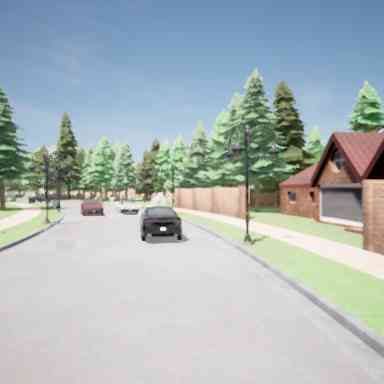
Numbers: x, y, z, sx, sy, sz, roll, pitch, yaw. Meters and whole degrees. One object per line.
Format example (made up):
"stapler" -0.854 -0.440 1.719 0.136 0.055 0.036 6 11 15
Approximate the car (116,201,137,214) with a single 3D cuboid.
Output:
"car" -6.918 1.553 35.363 1.895 1.301 4.718 0 0 -21

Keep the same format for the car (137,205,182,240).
"car" -1.684 1.449 16.858 1.882 1.535 5.008 0 0 -10

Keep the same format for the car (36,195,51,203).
"car" -29.894 1.436 66.958 1.837 1.490 4.892 0 0 -41

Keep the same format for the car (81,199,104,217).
"car" -9.478 1.447 31.598 1.882 1.535 5.008 0 0 -20
